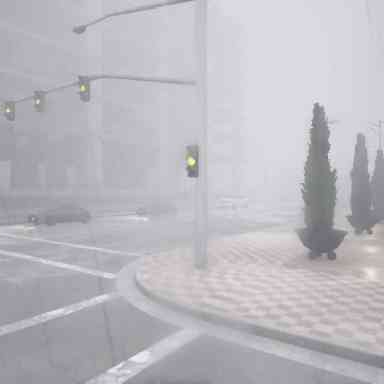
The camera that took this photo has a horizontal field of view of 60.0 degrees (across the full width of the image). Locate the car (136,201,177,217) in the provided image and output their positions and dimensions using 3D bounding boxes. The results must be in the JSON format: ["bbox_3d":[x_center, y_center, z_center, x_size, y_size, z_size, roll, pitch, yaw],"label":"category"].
[{"bbox_3d":[-3.310,1.564,31.331,1.994,1.385,4.181,0,0,36],"label":"car"}]

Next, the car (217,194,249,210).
[{"bbox_3d":[5.484,1.222,43.450,2.150,2.045,5.566,0,0,36],"label":"car"}]

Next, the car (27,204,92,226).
[{"bbox_3d":[-9.162,1.564,23.249,1.994,1.385,4.181,0,0,36],"label":"car"}]
